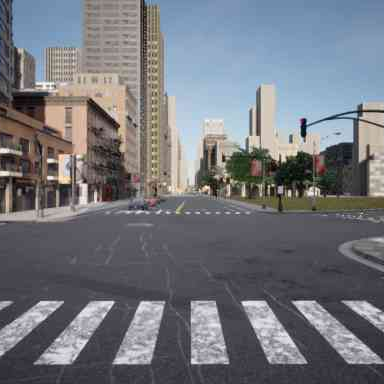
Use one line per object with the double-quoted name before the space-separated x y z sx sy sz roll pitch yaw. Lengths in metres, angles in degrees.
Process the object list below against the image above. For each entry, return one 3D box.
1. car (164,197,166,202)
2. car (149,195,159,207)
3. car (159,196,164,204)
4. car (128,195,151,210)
"car" -6.557 1.502 69.742 1.895 1.301 4.718 0 0 0
"car" -6.643 1.295 50.559 2.097 1.767 4.553 0 0 0
"car" -6.631 1.492 59.610 1.994 1.385 4.181 0 0 0
"car" -6.659 1.484 41.507 1.812 1.442 4.674 0 0 0
